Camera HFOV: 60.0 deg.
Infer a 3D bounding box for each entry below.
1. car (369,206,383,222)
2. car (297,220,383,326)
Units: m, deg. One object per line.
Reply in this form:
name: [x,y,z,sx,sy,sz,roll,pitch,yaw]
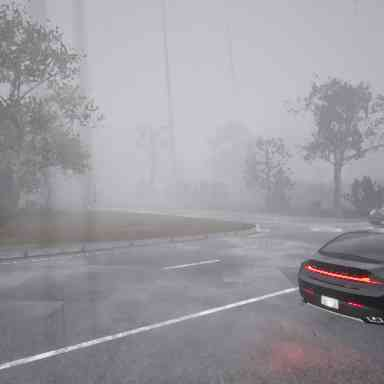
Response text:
car: [13.923,1.351,22.384,4.553,1.767,2.097,0,0,-35]
car: [4.172,1.505,6.694,4.892,1.490,1.837,0,0,-35]
